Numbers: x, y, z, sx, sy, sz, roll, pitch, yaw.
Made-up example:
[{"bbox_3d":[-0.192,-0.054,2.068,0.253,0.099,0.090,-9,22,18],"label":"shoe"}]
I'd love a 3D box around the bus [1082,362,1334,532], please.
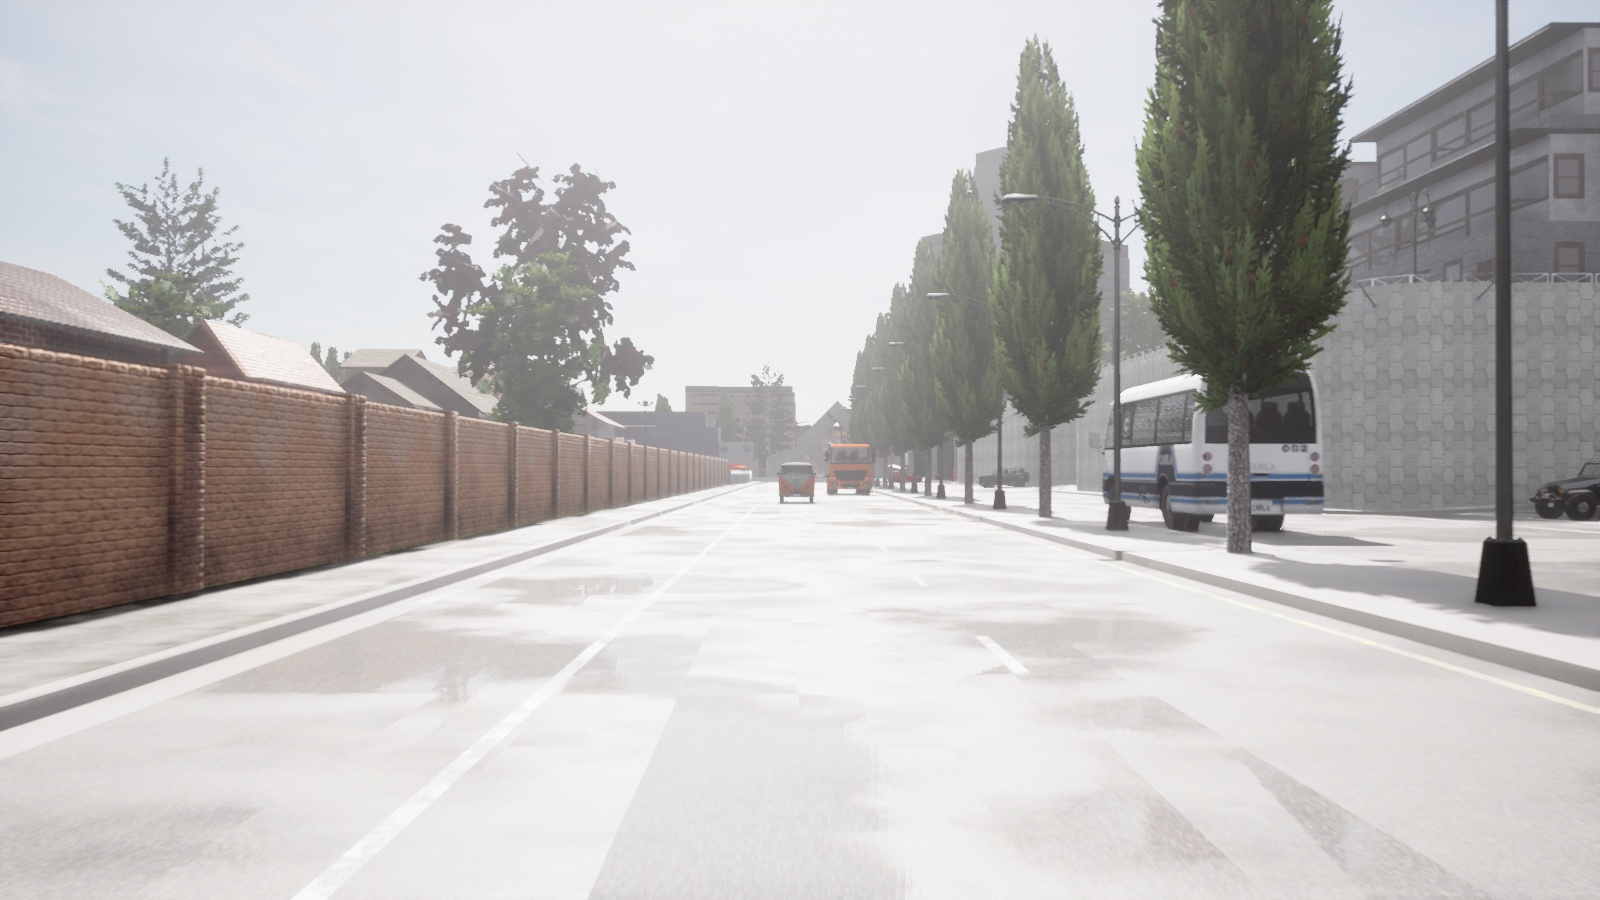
[{"bbox_3d":[11.405,0.001,36.669,3.944,4.253,10.273,0,-1,0],"label":"bus"}]

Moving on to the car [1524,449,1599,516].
[{"bbox_3d":[25.149,0.934,39.169,3.866,1.878,1.905,-5,-1,0],"label":"car"}]

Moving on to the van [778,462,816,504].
[{"bbox_3d":[-0.150,1.601,61.702,1.775,1.987,4.442,0,-1,0],"label":"van"}]

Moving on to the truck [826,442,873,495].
[{"bbox_3d":[3.289,1.251,85.538,2.891,3.462,7.936,0,-1,0],"label":"truck"}]
